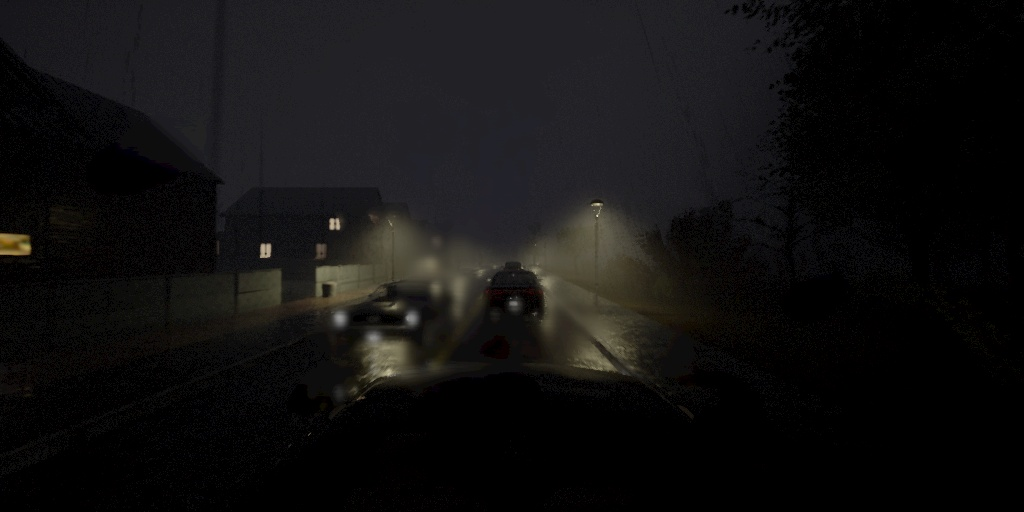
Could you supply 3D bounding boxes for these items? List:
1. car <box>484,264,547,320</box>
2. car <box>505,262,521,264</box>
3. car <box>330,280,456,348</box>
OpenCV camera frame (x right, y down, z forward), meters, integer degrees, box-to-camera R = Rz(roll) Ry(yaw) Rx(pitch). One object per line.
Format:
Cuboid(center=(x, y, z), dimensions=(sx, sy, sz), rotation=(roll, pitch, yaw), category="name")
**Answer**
Cuboid(center=(0.101, 1.214, 12.593), dimensions=(1.882, 1.535, 5.008), rotation=(0, 0, 0), category="car")
Cuboid(center=(0.100, 1.215, 30.322), dimensions=(1.837, 1.490, 4.892), rotation=(0, 0, 0), category="car")
Cuboid(center=(-2.750, 1.342, 9.385), dimensions=(1.895, 1.301, 4.718), rotation=(0, 0, 0), category="car")
